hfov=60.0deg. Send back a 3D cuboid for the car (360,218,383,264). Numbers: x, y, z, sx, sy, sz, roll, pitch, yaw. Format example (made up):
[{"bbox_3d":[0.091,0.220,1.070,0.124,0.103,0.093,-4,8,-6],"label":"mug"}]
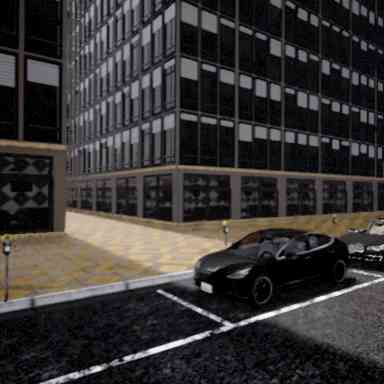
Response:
[{"bbox_3d":[6.584,1.572,11.254,4.403,1.369,2.008,0,0,-36],"label":"car"}]

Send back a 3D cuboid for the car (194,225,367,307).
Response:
[{"bbox_3d":[2.076,1.577,8.037,4.313,1.339,1.947,0,0,-36],"label":"car"}]
